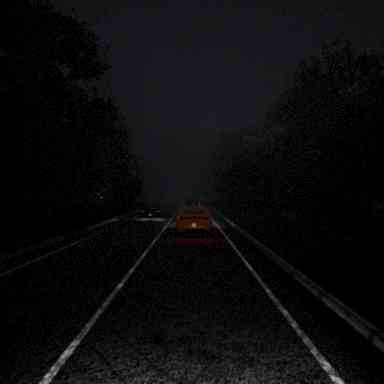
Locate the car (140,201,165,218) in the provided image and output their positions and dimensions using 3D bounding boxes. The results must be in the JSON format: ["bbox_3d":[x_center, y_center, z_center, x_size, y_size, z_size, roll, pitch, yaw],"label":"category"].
[{"bbox_3d":[-3.602,1.591,31.281,2.033,1.411,5.357,0,0,0],"label":"car"}]

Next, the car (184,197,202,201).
[{"bbox_3d":[0.097,1.388,39.307,2.097,1.767,4.553,0,0,0],"label":"car"}]

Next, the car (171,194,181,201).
[{"bbox_3d":[-3.504,1.292,72.643,1.837,1.490,4.892,0,0,0],"label":"car"}]

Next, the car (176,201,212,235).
[{"bbox_3d":[0.100,1.527,19.271,1.882,1.535,5.008,0,0,0],"label":"car"}]
